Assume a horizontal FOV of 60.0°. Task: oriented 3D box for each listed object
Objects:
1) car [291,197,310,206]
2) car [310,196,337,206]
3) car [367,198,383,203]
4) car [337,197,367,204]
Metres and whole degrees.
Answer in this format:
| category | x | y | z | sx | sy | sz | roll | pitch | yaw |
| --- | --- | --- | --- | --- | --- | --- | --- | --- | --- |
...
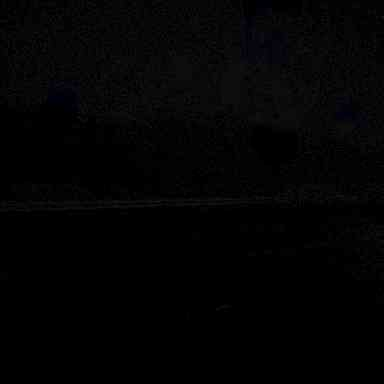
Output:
| category | x | y | z | sx | sy | sz | roll | pitch | yaw |
| --- | --- | --- | --- | --- | --- | --- | --- | --- | --- |
| car | 15.734 | 1.380 | 44.750 | 5.357 | 1.411 | 2.033 | -1 | 0 | -33 |
| car | 17.506 | 1.354 | 42.156 | 4.892 | 1.490 | 1.837 | 0 | 0 | -35 |
| car | 21.604 | 1.359 | 36.480 | 4.892 | 1.490 | 1.837 | 0 | 0 | -35 |
| car | 19.518 | 1.398 | 39.293 | 4.181 | 1.385 | 1.994 | -1 | 0 | -35 |
